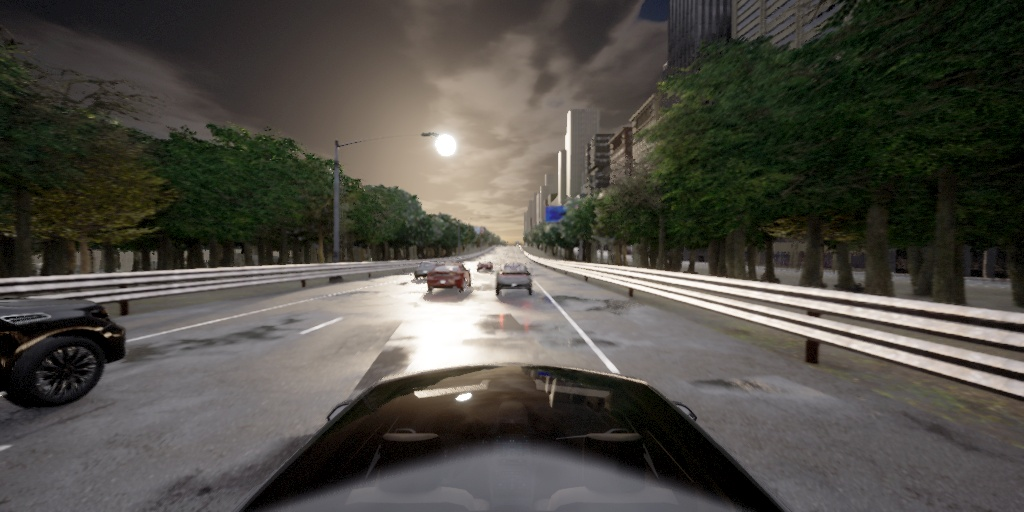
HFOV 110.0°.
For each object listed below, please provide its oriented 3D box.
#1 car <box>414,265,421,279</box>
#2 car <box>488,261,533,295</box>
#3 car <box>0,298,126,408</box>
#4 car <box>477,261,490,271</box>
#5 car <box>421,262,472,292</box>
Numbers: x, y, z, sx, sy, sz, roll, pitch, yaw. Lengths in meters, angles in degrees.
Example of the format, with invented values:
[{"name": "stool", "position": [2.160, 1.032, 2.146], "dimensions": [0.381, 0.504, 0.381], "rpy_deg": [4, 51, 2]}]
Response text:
[{"name": "car", "position": [-6.916, 1.226, 30.530], "dimensions": [1.994, 1.385, 4.181], "rpy_deg": [0, 0, 0]}, {"name": "car", "position": [0.090, 1.140, 18.938], "dimensions": [2.128, 1.511, 4.902], "rpy_deg": [0, 0, 0]}, {"name": "car", "position": [-6.900, 0.958, 2.960], "dimensions": [2.150, 2.045, 5.566], "rpy_deg": [0, 1, 0]}, {"name": "car", "position": [-3.426, 1.253, 46.569], "dimensions": [1.895, 1.301, 4.718], "rpy_deg": [0, 0, 0]}, {"name": "car", "position": [-3.410, 1.123, 20.170], "dimensions": [1.882, 1.535, 5.008], "rpy_deg": [0, 0, 0]}]
